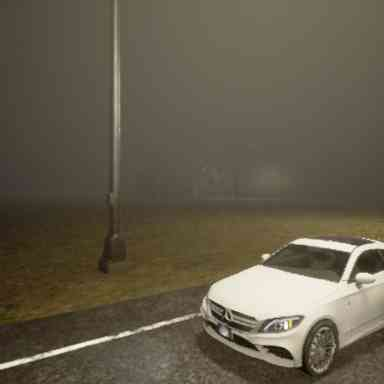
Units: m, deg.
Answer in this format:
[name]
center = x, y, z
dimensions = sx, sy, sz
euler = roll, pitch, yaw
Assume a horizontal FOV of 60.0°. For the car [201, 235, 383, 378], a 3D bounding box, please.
[car]
center = 2.315, 1.524, 5.642
dimensions = 4.674, 1.442, 1.812
euler = 0, 0, -35
